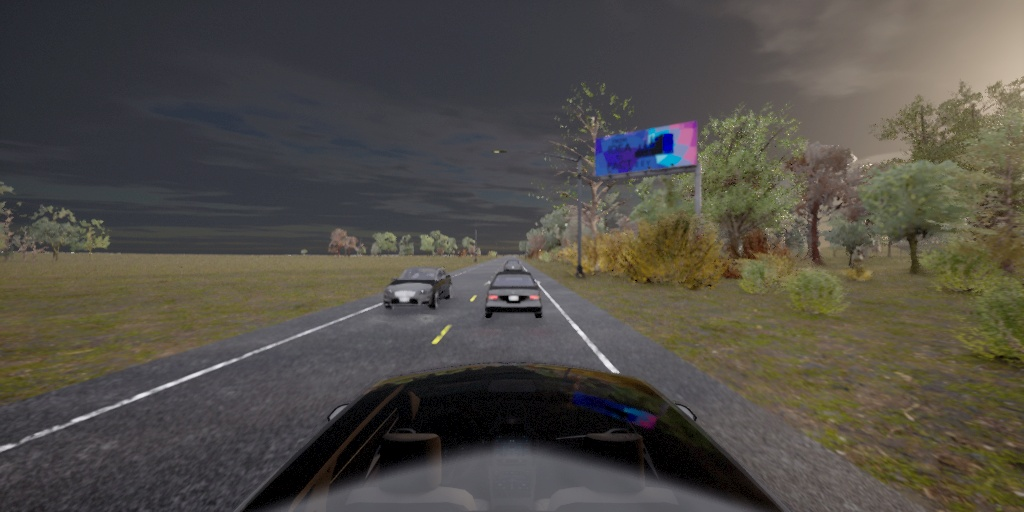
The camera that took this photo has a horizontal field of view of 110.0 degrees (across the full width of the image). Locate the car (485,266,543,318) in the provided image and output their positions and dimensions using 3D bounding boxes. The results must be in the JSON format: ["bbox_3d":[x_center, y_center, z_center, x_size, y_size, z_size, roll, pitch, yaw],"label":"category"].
[{"bbox_3d":[0.063,1.239,12.737,2.033,1.411,5.357,0,0,0],"label":"car"}]

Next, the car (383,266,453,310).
[{"bbox_3d":[-3.572,1.174,14.382,2.128,1.511,4.902,0,0,0],"label":"car"}]

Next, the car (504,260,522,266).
[{"bbox_3d":[0.102,1.116,38.505,1.994,1.385,4.181,0,0,0],"label":"car"}]
